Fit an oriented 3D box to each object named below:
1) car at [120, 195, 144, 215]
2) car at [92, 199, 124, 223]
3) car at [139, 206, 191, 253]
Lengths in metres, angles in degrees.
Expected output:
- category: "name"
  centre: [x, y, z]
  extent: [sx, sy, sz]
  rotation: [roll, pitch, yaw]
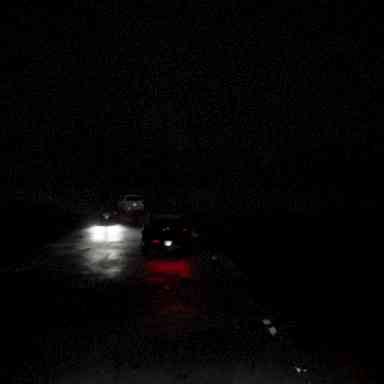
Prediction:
- category: "car"
  centre: [-6.606, 1.320, 35.324]
  extent: [2.150, 2.045, 5.566]
  rotation: [0, 0, -20]
- category: "car"
  centre: [-6.865, 1.577, 26.550]
  extent: [2.128, 1.511, 4.902]
  rotation: [0, 0, -16]
- category: "car"
  centre: [-1.160, 1.541, 14.014]
  extent: [1.837, 1.490, 4.892]
  rotation: [0, 0, -8]
